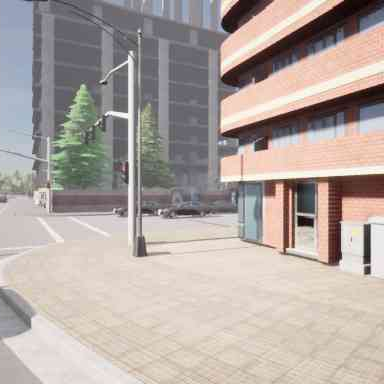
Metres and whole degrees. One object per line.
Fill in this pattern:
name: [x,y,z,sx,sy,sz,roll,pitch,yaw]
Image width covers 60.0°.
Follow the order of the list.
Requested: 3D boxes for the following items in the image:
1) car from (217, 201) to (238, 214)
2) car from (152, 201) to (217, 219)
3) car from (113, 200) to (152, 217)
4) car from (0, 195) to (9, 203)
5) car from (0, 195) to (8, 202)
car: [3.016,1.619,35.566,4.181,1.385,1.994,0,0,-27]
car: [-0.644,1.547,29.811,4.902,1.511,2.128,0,0,-27]
car: [-4.949,1.547,31.568,4.902,1.511,2.128,0,0,-27]
car: [-37.951,1.595,66.027,1.895,1.301,4.718,0,0,-27]
car: [-42.472,1.500,74.885,1.837,1.490,4.892,0,0,-27]
